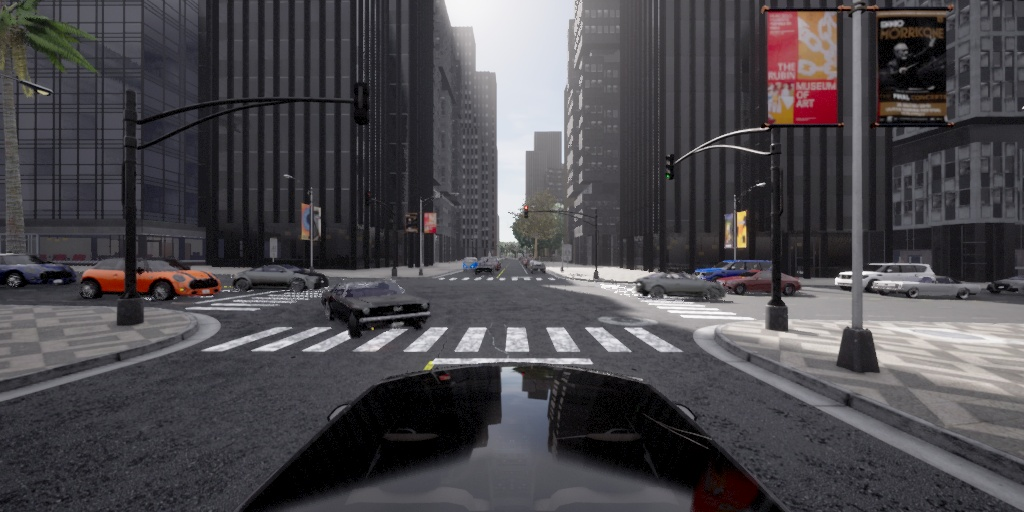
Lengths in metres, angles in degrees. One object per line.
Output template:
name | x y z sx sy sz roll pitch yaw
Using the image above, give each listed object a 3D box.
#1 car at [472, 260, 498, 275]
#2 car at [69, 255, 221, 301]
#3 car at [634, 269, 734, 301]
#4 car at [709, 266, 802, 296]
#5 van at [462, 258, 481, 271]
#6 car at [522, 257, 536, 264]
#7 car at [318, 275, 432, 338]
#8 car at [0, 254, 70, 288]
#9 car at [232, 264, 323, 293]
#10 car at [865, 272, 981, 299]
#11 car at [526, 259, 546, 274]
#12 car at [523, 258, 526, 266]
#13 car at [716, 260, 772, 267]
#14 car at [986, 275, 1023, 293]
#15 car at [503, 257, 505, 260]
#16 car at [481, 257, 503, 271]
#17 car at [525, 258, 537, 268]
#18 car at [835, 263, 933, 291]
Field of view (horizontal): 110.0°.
car | -2.896 1.353 38.986 1.895 1.301 4.718 0 0 1
car | -14.935 0.853 15.000 4.553 1.767 2.097 1 0 3
car | 8.477 1.477 18.282 4.181 1.385 1.994 2 0 0
car | 14.844 1.576 21.701 4.674 1.442 1.812 1 0 0
van | -5.482 1.095 47.366 1.690 1.789 3.998 0 0 1
car | 3.152 1.071 58.309 2.192 1.841 5.009 0 0 1
car | -4.089 1.354 10.442 1.895 1.301 4.718 0 0 -37
car | -25.531 0.672 18.417 4.553 1.767 2.097 1 0 0
car | -11.907 1.125 18.625 4.181 1.385 1.994 1 0 -4
car | 24.824 1.839 21.660 4.718 1.301 1.895 1 0 0
car | 2.988 1.303 41.771 2.007 1.370 4.403 0 0 1
car | 3.097 1.306 52.796 2.007 1.370 4.403 0 0 1
car | 15.530 1.291 24.943 5.566 2.045 2.150 1 0 0
car | 35.928 2.019 24.853 4.181 1.385 1.994 1 0 0
car | -2.682 1.262 59.519 1.837 1.490 4.892 0 0 1
car | -2.789 1.107 49.269 2.097 1.767 4.553 0 0 1
car | 3.044 1.279 47.453 1.751 1.417 4.829 0 0 1
car | 25.887 1.485 24.904 5.566 2.045 2.150 1 0 0
